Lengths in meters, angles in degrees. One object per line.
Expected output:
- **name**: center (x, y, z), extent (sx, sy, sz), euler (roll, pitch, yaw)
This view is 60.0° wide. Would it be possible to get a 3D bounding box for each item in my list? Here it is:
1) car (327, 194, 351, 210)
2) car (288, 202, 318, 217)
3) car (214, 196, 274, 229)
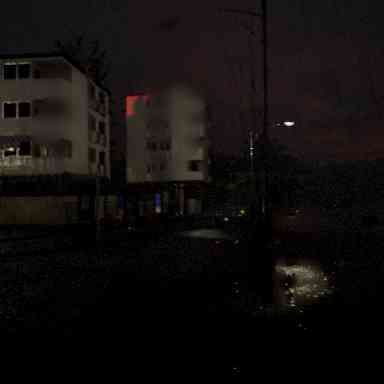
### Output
- **car**: center (20.189, 1.370, 45.604), extent (2.150, 2.045, 5.566), euler (-1, 0, 36)
- **car**: center (11.062, 1.659, 32.982), extent (1.994, 1.385, 4.181), euler (-1, 0, 35)
- **car**: center (3.701, 1.318, 22.689), extent (2.150, 2.045, 5.566), euler (-1, 0, 36)
